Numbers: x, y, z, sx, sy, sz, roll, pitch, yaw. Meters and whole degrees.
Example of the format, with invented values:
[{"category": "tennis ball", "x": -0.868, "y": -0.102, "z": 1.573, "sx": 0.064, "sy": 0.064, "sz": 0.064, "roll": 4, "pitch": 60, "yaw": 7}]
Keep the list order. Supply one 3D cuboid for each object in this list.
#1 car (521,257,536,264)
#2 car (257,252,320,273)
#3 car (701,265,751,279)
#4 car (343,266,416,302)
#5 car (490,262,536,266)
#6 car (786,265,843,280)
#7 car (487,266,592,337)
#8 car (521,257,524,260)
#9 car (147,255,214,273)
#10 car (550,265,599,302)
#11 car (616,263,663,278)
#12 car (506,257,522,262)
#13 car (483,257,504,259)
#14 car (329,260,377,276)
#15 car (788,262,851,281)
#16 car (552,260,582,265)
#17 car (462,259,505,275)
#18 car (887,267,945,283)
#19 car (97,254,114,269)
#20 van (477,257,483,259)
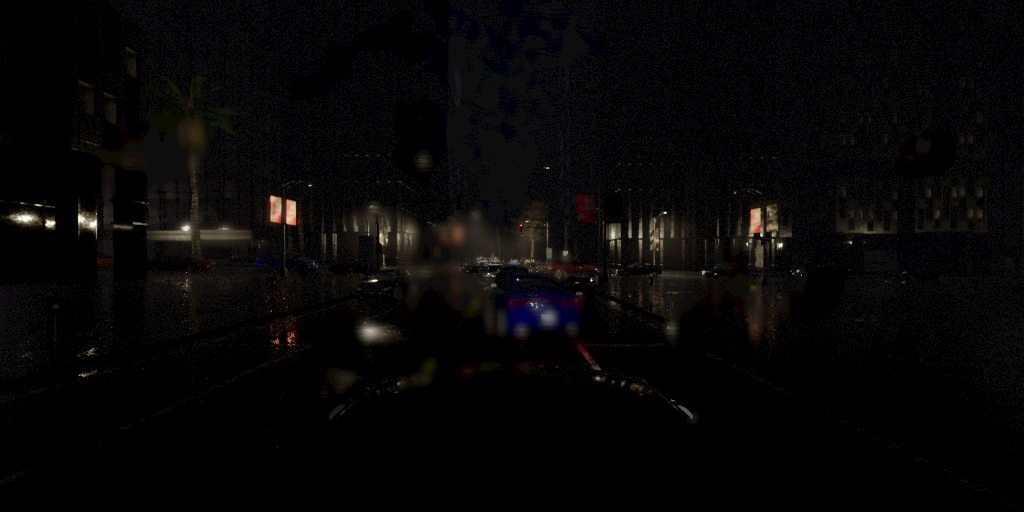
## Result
[{"category": "car", "x": 2.979, "y": 1.319, "z": 58.970, "sx": 2.007, "sy": 1.370, "sz": 4.403, "roll": 0, "pitch": 0, "yaw": 1}, {"category": "car", "x": -22.131, "y": 0.608, "z": 35.581, "sx": 5.566, "sy": 2.045, "sz": 2.150, "roll": 1, "pitch": 0, "yaw": 0}, {"category": "car", "x": 23.181, "y": 1.707, "z": 38.872, "sx": 4.902, "sy": 1.511, "sz": 2.128, "roll": 1, "pitch": 0, "yaw": 0}, {"category": "car", "x": -5.756, "y": 1.302, "z": 16.794, "sx": 2.007, "sy": 1.370, "sz": 4.403, "roll": 0, "pitch": 0, "yaw": 0}, {"category": "car", "x": 0.075, "y": 1.257, "z": 17.996, "sx": 1.837, "sy": 1.490, "sz": 4.892, "roll": 0, "pitch": 0, "yaw": 0}, {"category": "car", "x": 35.430, "y": 1.933, "z": 42.065, "sx": 5.008, "sy": 1.535, "sz": 1.882, "roll": 1, "pitch": 0, "yaw": 0}, {"category": "car", "x": 0.469, "y": 1.228, "z": 10.478, "sx": 1.882, "sy": 1.535, "sz": 5.008, "roll": 0, "pitch": 0, "yaw": -8}, {"category": "car", "x": 3.033, "y": 1.296, "z": 64.652, "sx": 1.751, "sy": 1.417, "sz": 4.829, "roll": 0, "pitch": 0, "yaw": 1}, {"category": "car", "x": -29.843, "y": 0.724, "z": 32.371, "sx": 5.008, "sy": 1.535, "sz": 1.882, "roll": 1, "pitch": 0, "yaw": 0}, {"category": "car", "x": 2.770, "y": 1.302, "z": 16.787, "sx": 2.007, "sy": 1.370, "sz": 4.403, "roll": 0, "pitch": 0, "yaw": 0}, {"category": "car", "x": 13.762, "y": 1.531, "z": 38.892, "sx": 4.902, "sy": 1.511, "sz": 2.128, "roll": 1, "pitch": 0, "yaw": -1}, {"category": "car", "x": 0.375, "y": 1.319, "z": 65.017, "sx": 2.033, "sy": 1.411, "sz": 5.357, "roll": 0, "pitch": 0, "yaw": 1}, {"category": "car", "x": -2.882, "y": 1.258, "z": 56.158, "sx": 2.128, "sy": 1.511, "sz": 4.902, "roll": 0, "pitch": 0, "yaw": 2}, {"category": "car", "x": -13.992, "y": 1.050, "z": 32.311, "sx": 4.674, "sy": 1.442, "sz": 1.812, "roll": 1, "pitch": 0, "yaw": 0}, {"category": "car", "x": 33.253, "y": 1.628, "z": 38.824, "sx": 5.566, "sy": 2.045, "sz": 2.150, "roll": 1, "pitch": 0, "yaw": 1}, {"category": "car", "x": 5.565, "y": 1.167, "z": 32.236, "sx": 4.553, "sy": 1.767, "sz": 2.097, "roll": 2, "pitch": 0, "yaw": 0}, {"category": "car", "x": -3.158, "y": 1.346, "z": 39.948, "sx": 1.895, "sy": 1.301, "sz": 4.718, "roll": 2, "pitch": 1, "yaw": 42}, {"category": "car", "x": 43.608, "y": 1.956, "z": 38.752, "sx": 4.553, "sy": 1.767, "sz": 2.097, "roll": 1, "pitch": 0, "yaw": 1}, {"category": "car", "x": -39.081, "y": 0.573, "z": 35.668, "sx": 5.008, "sy": 1.535, "sz": 1.882, "roll": 1, "pitch": 0, "yaw": 0}, {"category": "van", "x": -5.494, "y": 1.112, "z": 64.562, "sx": 1.690, "sy": 1.789, "sz": 3.998, "roll": 0, "pitch": 0, "yaw": 1}]
